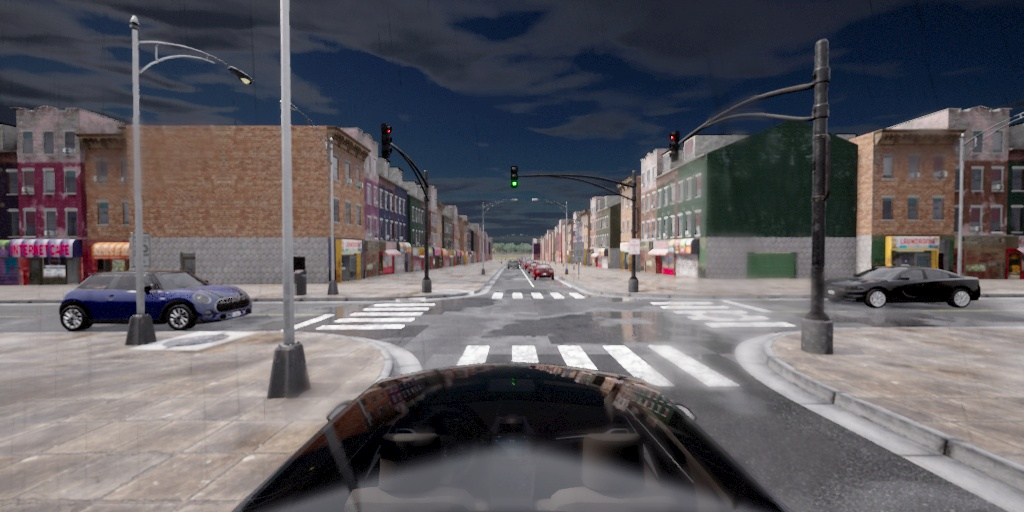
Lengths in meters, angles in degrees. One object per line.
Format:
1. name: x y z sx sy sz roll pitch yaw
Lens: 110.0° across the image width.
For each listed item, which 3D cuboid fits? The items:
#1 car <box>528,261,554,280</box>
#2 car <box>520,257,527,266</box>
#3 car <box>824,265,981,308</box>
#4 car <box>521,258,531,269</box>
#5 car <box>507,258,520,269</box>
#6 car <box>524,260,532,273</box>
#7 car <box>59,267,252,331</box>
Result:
1. car: 2.697 1.356 31.592 1.888 1.381 4.507 0 0 0
2. car: 2.752 1.311 59.255 1.967 1.591 4.097 0 0 0
3. car: 14.989 1.130 14.016 5.008 1.535 1.882 0 1 0
4. car: 2.741 1.404 53.722 1.888 1.381 4.507 0 0 0
5. car: 0.216 1.364 59.637 2.128 1.511 4.902 0 0 0
6. car: 2.719 1.417 42.657 1.802 1.307 4.207 0 0 0
7. car: -10.792 1.223 11.123 4.553 1.767 2.097 0 1 0
